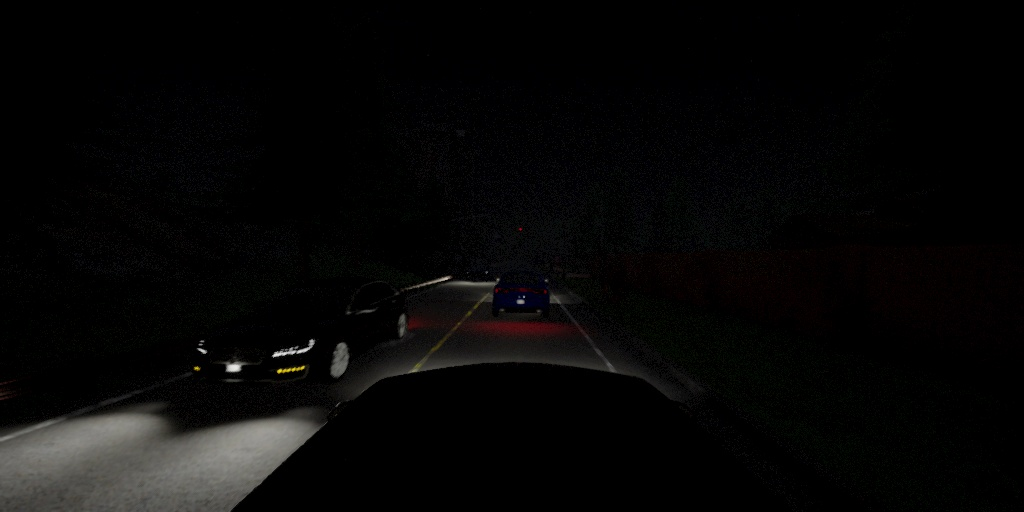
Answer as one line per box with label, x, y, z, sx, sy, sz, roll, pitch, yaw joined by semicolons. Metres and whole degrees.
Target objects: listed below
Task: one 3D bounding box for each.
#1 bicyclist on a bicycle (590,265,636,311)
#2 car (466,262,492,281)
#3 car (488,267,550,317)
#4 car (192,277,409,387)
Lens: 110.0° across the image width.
bicyclist on a bicycle;3.636;1.166;12.916;1.656;1.620;0.582;1;0;2
car;-2.659;1.270;30.651;1.882;1.535;5.008;1;-1;2
car;0.370;1.275;13.534;1.882;1.535;5.008;1;0;2
car;-3.503;1.202;7.046;1.837;1.490;4.892;1;0;2
